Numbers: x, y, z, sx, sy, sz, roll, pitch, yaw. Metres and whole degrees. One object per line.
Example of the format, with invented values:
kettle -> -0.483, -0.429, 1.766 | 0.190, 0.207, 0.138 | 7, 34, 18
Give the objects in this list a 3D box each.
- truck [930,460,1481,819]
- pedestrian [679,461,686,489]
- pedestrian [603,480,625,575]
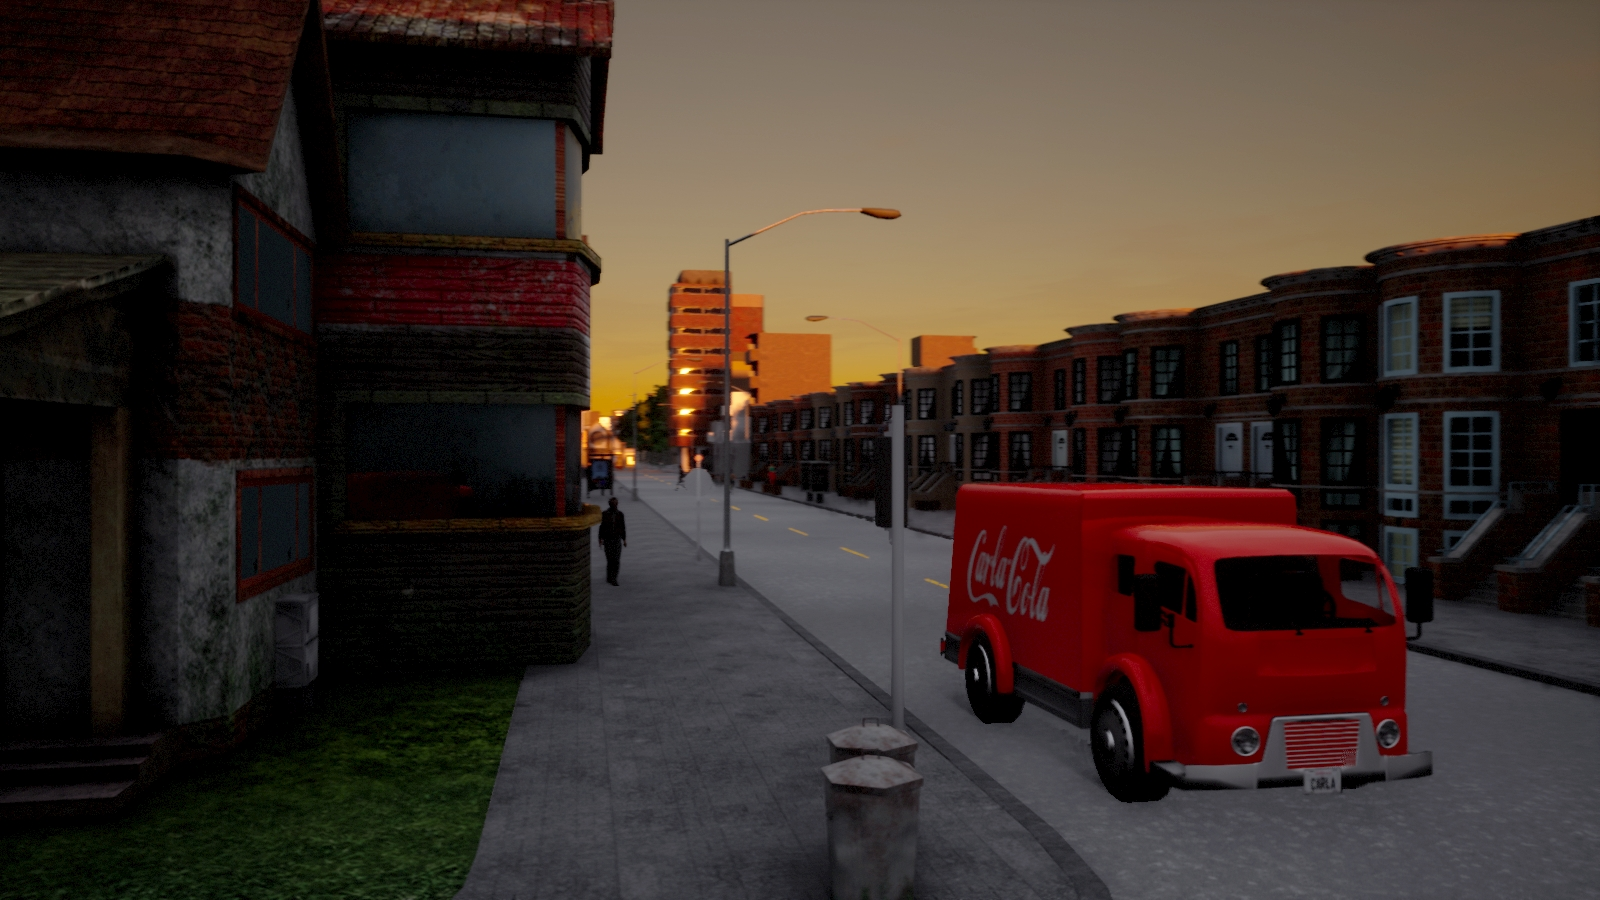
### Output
truck -> 3.281, 1.351, 10.808 | 2.627, 2.467, 5.204 | 0, 0, -11
pedestrian -> -7.893, 1.645, 76.566 | 0.375, 1.860, 0.375 | 0, 0, 8
pedestrian -> -3.697, 1.529, 22.688 | 0.375, 1.860, 0.375 | 0, 0, -17
